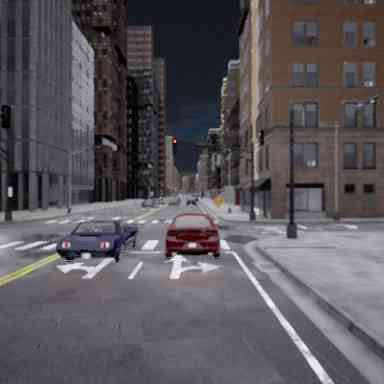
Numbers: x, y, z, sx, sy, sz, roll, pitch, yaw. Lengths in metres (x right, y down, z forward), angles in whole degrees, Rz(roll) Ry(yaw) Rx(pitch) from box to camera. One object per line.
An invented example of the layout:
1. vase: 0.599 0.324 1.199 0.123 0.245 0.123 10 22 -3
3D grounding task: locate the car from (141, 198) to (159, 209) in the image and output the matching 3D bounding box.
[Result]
1. car: -6.681 1.804 51.641 1.837 1.490 4.892 0 -1 0

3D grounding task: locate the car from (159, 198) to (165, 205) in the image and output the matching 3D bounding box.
1. car: -6.635 2.006 68.128 1.994 1.385 4.181 1 0 0

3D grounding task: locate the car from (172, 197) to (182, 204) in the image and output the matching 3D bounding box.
1. car: -3.402 1.834 75.221 2.033 1.411 5.357 0 0 0

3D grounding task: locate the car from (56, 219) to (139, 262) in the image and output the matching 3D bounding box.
1. car: -3.224 1.668 12.423 1.895 1.301 4.718 0 0 0

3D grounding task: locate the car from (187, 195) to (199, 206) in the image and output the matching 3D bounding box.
1. car: -0.085 1.877 63.653 1.837 1.490 4.892 0 0 0

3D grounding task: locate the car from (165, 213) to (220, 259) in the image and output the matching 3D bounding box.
1. car: 0.032 1.547 13.040 1.882 1.535 5.008 0 0 0

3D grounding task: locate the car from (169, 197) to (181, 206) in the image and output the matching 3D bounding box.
1. car: -3.338 1.918 63.567 2.033 1.411 5.357 0 0 0

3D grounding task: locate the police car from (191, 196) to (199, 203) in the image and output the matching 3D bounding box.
1. police car: 0.803 1.933 84.942 1.930 1.638 5.238 0 0 0

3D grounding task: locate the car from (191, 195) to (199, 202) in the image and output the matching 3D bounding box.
1. car: 0.783 1.799 94.863 2.150 2.045 5.566 0 0 0
